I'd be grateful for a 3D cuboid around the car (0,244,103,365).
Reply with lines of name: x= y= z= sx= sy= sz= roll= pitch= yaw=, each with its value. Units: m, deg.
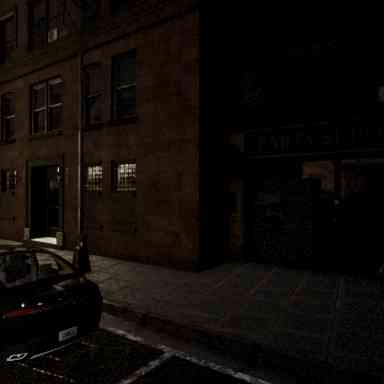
car: x=-3.334 y=1.551 z=5.470 sx=4.403 sy=1.369 sz=2.008 roll=0 pitch=0 yaw=36
